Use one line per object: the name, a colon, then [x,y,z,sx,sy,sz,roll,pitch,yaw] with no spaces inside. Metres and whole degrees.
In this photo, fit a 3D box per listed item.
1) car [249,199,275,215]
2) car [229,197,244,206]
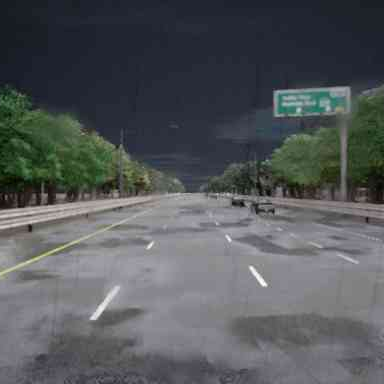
car: [7.037,1.480,33.617,2.128,1.511,4.902,0,0,0]
car: [7.062,1.476,52.648,1.882,1.535,5.008,0,0,0]
